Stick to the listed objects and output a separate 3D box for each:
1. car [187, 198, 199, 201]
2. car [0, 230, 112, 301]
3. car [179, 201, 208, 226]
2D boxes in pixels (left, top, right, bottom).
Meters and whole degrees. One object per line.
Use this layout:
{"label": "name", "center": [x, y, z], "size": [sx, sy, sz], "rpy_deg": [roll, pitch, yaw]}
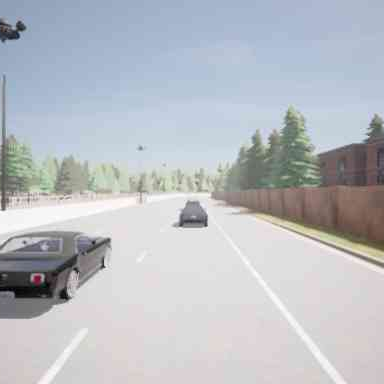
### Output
{"label": "car", "center": [0.120, 1.532, 41.654], "size": [2.128, 1.511, 4.902], "rpy_deg": [0, 0, 0]}
{"label": "car", "center": [-3.396, 1.609, 8.316], "size": [1.895, 1.301, 4.718], "rpy_deg": [0, 0, 0]}
{"label": "car", "center": [0.111, 1.587, 23.776], "size": [1.994, 1.385, 4.181], "rpy_deg": [0, 0, 0]}
